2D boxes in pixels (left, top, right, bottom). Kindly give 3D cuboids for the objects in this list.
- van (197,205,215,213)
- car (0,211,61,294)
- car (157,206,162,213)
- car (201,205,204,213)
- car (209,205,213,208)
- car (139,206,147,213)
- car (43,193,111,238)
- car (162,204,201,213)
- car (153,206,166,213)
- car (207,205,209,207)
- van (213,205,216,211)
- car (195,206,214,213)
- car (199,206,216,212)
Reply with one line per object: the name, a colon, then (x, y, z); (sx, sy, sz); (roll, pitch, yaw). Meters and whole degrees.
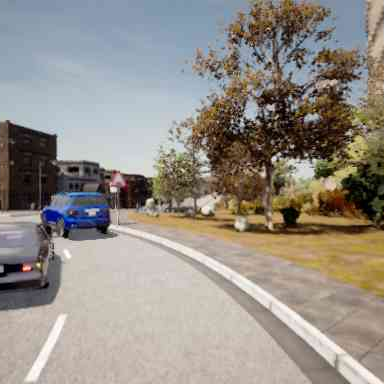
van: (3.751, 4.456, 88.254); (4.442, 1.987, 1.878); (0, -3, 8)
car: (-4.578, 1.475, 8.561); (2.033, 1.411, 5.357); (0, 1, -21)
car: (-5.252, 3.394, 63.310); (2.033, 1.411, 5.357); (0, -3, 8)
car: (-1.148, 2.726, 52.818); (5.008, 1.535, 2.097); (0, -4, 8)
car: (1.555, 3.893, 71.875); (4.674, 1.452, 2.002); (0, -3, 8)
car: (-8.528, 3.373, 63.354); (2.033, 1.411, 5.357); (0, -3, 8)
car: (-6.074, 1.057, 17.123); (2.150, 2.045, 5.566); (0, 1, -36)
car: (-1.534, 2.554, 50.096); (4.892, 1.521, 2.231); (0, -4, 8)
car: (-7.065, 3.834, 73.696); (1.812, 1.442, 4.674); (0, -3, 8)
car: (-0.171, 3.227, 61.011); (5.366, 1.575, 1.946); (0, -3, 8)
van: (2.825, 4.059, 80.043); (4.442, 1.987, 1.878); (0, -3, 8)
car: (3.082, 4.303, 82.911); (4.553, 1.767, 2.185); (0, -3, 8)
car: (4.281, 4.676, 90.952); (4.553, 1.767, 2.185); (0, -2, 8)
